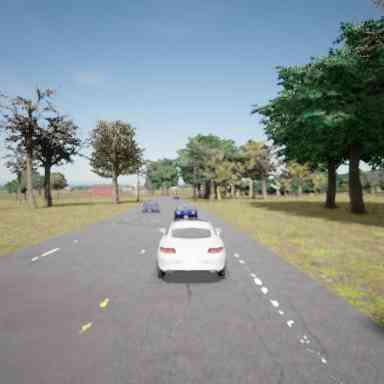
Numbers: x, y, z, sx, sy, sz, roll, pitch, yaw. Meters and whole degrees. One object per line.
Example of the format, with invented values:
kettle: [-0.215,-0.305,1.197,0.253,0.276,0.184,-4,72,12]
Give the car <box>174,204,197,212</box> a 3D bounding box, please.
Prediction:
car: [-0.579,1.698,28.962,1.895,1.301,4.718,0,0,-2]

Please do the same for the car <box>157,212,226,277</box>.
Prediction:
car: [-0.034,1.562,10.253,1.812,1.442,4.674,0,0,-1]

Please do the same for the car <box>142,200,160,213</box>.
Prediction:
car: [-4.735,1.680,38.618,2.033,1.411,5.357,0,0,-3]
